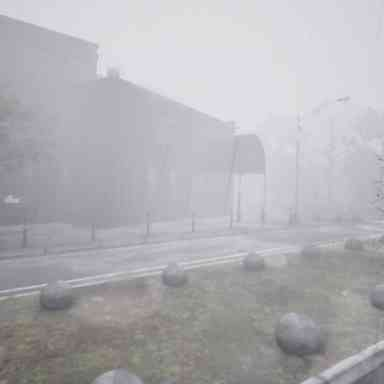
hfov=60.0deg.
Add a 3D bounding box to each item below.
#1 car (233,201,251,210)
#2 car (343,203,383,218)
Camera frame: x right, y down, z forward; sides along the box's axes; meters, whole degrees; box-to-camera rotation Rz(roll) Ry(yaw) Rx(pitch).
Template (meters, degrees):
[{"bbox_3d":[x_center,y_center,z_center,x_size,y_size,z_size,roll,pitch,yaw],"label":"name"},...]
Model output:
[{"bbox_3d":[6.183,2.014,48.836,4.718,1.301,1.895,2,-1,35],"label":"car"},{"bbox_3d":[20.475,2.079,39.730,4.553,1.767,2.097,1,-1,20],"label":"car"}]
